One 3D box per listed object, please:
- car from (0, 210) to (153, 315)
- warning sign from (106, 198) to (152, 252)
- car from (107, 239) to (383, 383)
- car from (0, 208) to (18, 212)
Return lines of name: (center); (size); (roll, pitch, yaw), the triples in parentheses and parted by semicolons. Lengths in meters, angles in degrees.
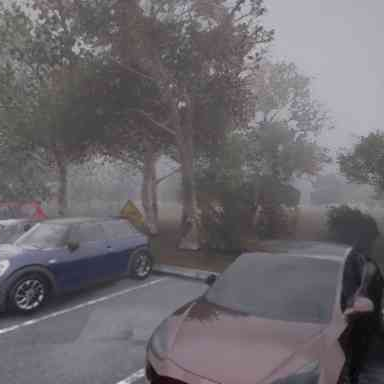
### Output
car: (-3.060, 1.420, 7.985); (2.185, 1.767, 4.553); (-1, 0, 36)
warning sign: (-2.364, 1.202, 12.564); (1.060, 1.860, 1.300); (-2, 0, 36)
car: (1.437, 1.523, 4.699); (2.163, 1.488, 4.792); (-1, 0, 36)
car: (-9.876, 1.621, 12.817); (2.097, 1.535, 5.008); (-1, 0, 36)
